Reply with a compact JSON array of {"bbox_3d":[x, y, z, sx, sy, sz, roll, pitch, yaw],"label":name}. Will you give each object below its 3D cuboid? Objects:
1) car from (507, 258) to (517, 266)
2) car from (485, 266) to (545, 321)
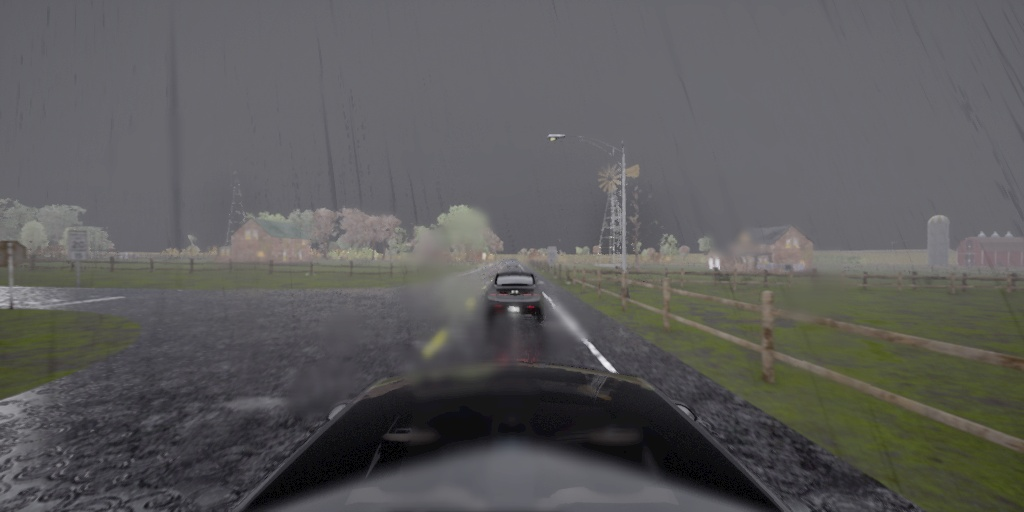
[{"bbox_3d":[0.009,1.440,64.003,2.033,1.411,5.357,0,0,0],"label":"car"},{"bbox_3d":[0.095,1.280,12.566,1.837,1.490,4.892,0,0,0],"label":"car"}]
